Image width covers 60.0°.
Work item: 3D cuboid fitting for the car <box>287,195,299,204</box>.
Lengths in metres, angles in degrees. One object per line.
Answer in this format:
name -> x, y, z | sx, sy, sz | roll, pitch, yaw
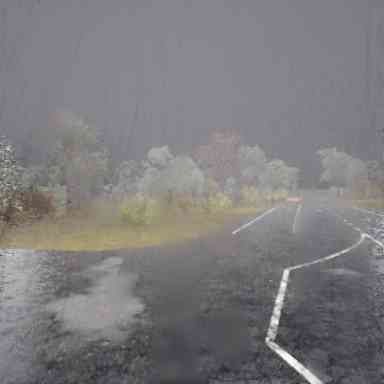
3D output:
car -> 21.074, 1.532, 69.374 | 2.097, 1.767, 4.553 | -2, -1, 23
